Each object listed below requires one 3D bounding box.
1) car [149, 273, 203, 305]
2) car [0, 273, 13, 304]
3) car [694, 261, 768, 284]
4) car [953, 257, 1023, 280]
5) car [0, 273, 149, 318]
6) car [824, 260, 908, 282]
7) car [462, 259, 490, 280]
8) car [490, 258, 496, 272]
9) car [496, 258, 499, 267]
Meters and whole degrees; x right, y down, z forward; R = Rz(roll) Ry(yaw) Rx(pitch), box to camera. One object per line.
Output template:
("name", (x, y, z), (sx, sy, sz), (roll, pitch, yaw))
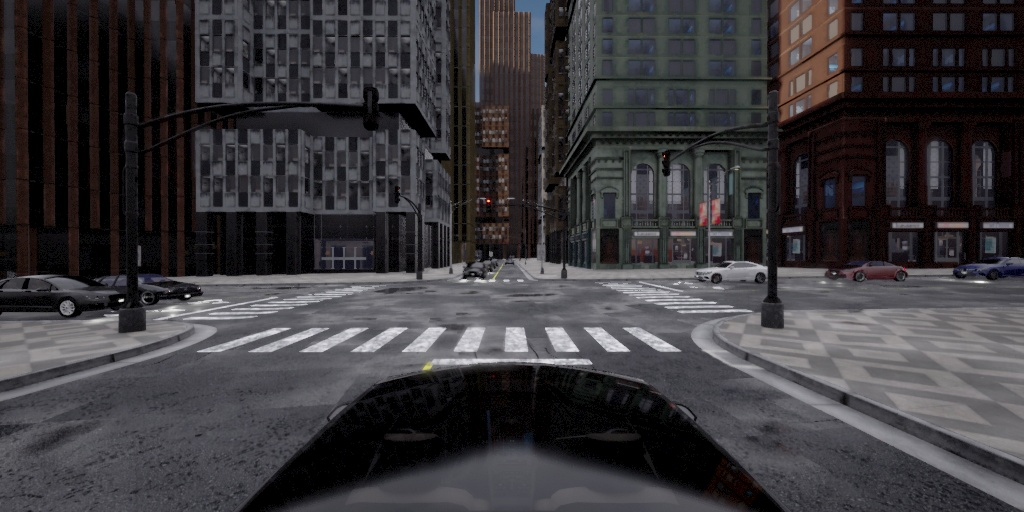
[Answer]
("car", (-17.867, 1.524, 17.046), (5.357, 1.411, 2.033), (-1, 0, 5))
("car", (-27.353, 1.610, 16.963), (4.892, 1.490, 1.837), (-1, 0, 0))
("car", (14.594, 1.037, 23.787), (4.674, 1.442, 1.812), (-1, 0, -1))
("car", (32.375, 0.811, 23.836), (4.674, 1.442, 1.812), (-1, 0, -1))
("car", (-17.423, 1.492, 13.740), (4.892, 1.490, 1.837), (-1, 0, 0))
("car", (23.416, 0.962, 23.812), (4.181, 1.385, 1.994), (-1, 0, 0))
("car", (-3.199, 1.242, 31.375), (1.837, 1.490, 4.892), (0, 0, 0))
("car", (-3.317, 1.225, 44.743), (1.837, 1.490, 4.892), (0, 0, 0))
("car", (-3.408, 1.301, 55.583), (1.895, 1.301, 4.718), (0, 0, 0))
